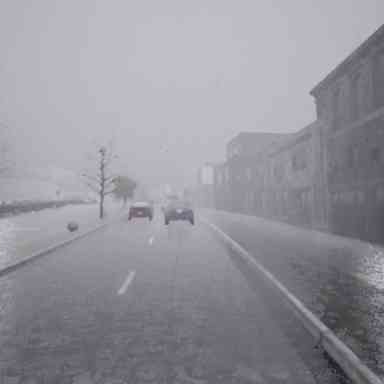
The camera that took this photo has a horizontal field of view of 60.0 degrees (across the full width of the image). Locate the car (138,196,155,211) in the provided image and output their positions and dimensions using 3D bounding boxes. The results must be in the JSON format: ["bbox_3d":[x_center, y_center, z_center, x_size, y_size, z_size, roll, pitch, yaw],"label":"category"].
[{"bbox_3d":[-5.946,1.464,43.396,2.097,1.767,4.553,0,0,-7],"label":"car"}]

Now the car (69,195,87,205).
[{"bbox_3d":[-22.770,1.702,62.067,5.008,1.535,2.097,0,-1,-28],"label":"car"}]

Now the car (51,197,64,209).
[{"bbox_3d":[-20.236,1.521,44.414,5.008,1.535,2.097,0,0,-28],"label":"car"}]

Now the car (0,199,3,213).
[{"bbox_3d":[-18.146,1.348,26.799,4.553,1.767,2.185,-1,0,-25],"label":"car"}]

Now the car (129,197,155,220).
[{"bbox_3d":[-4.301,1.524,28.669,1.882,1.535,5.008,0,0,-5],"label":"car"}]

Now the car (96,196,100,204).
[{"bbox_3d":[-24.885,1.765,76.816,5.566,2.045,2.435,0,-2,-28],"label":"car"}]

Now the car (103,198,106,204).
[{"bbox_3d":[-27.196,2.468,91.424,5.366,1.575,1.946,0,-2,-28],"label":"car"}]

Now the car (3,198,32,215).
[{"bbox_3d":[-18.708,1.484,32.685,4.892,1.521,2.231,0,0,-26],"label":"car"}]

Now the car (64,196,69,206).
[{"bbox_3d":[-20.656,1.536,47.346,5.008,1.535,2.097,0,-1,-28],"label":"car"}]

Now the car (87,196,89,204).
[{"bbox_3d":[-23.234,1.627,65.000,4.553,1.767,2.185,0,-1,-28],"label":"car"}]

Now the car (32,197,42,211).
[{"bbox_3d":[-19.050,1.490,35.621,4.892,1.521,2.231,0,0,-26],"label":"car"}]

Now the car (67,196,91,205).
[{"bbox_3d":[-24.083,1.747,70.890,4.553,1.767,2.185,0,-1,-28],"label":"car"}]

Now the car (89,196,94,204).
[{"bbox_3d":[-23.468,1.806,68.050,5.366,1.575,1.946,0,-1,-28],"label":"car"}]

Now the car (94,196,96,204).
[{"bbox_3d":[-24.483,1.980,73.843,4.674,1.452,2.002,0,-2,-28],"label":"car"}]

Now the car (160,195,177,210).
[{"bbox_3d":[-2.799,1.353,42.532,2.150,2.045,5.566,0,0,-7],"label":"car"}]

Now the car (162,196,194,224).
[{"bbox_3d":[-1.014,1.399,25.363,2.097,1.767,4.553,0,0,-4],"label":"car"}]

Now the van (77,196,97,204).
[{"bbox_3d":[-25.232,1.871,79.798,4.442,1.987,1.878,0,-2,-28],"label":"van"}]

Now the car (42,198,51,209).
[{"bbox_3d":[-19.417,1.499,38.558,4.892,1.521,2.231,0,0,-27],"label":"car"}]
